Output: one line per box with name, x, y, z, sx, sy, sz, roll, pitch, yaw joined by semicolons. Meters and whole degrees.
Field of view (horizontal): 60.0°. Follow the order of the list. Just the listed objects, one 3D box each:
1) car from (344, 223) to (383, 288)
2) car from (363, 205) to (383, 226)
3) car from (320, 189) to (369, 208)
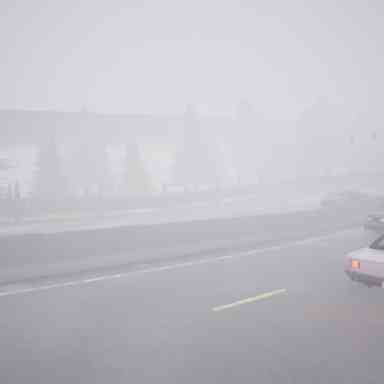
car;5.668;1.483;7.785;4.718;1.301;1.895;-2;1;-35
car;9.903;1.056;15.122;5.357;1.411;2.033;-5;3;-36
car;11.491;0.507;25.047;4.181;1.385;1.994;-7;4;-35
